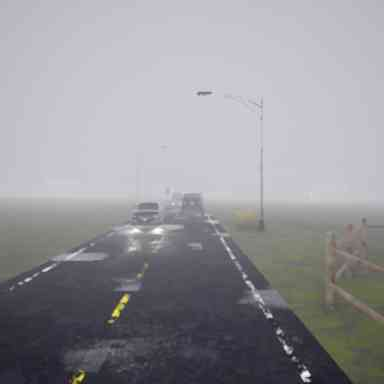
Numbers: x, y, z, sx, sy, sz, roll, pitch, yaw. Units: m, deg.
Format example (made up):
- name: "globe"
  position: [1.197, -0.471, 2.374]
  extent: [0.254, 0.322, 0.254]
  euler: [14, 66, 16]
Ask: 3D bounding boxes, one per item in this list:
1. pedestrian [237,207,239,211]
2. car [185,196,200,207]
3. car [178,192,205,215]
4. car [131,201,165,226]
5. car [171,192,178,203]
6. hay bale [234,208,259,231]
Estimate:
- name: "pedestrian"
  position: [2.833, 1.486, 20.406]
  extent: [0.375, 1.300, 0.375]
  euler: [-1, 1, 2]
- name: "car"
  position: [0.056, 1.360, 46.565]
  extent: [1.994, 1.385, 4.181]
  euler: [0, 0, 0]
- name: "car"
  position: [0.058, 1.076, 31.663]
  extent: [2.150, 2.045, 5.566]
  euler: [0, 0, 0]
- name: "car"
  position: [-2.840, 1.397, 22.276]
  extent: [1.837, 1.490, 4.892]
  euler: [0, 0, 0]
- name: "car"
  position: [-2.740, 0.985, 63.884]
  extent: [2.150, 2.045, 5.566]
  euler: [0, 0, 0]
- name: "hay bale"
  position: [3.138, 1.560, 19.285]
  extent: [1.220, 1.180, 1.240]
  euler: [1, 1, 0]
